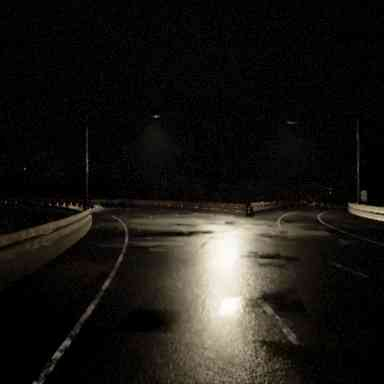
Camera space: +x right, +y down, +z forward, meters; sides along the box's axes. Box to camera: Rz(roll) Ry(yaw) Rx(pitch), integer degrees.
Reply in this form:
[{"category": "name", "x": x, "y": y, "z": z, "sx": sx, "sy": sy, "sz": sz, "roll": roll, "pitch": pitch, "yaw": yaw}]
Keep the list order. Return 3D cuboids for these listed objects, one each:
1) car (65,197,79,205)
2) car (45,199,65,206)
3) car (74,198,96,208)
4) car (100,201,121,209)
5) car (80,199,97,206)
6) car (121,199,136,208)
[{"category": "car", "x": -27.303, "y": 2.081, "z": 75.188, "sx": 2.150, "sy": 2.045, "sz": 5.566, "roll": 0, "pitch": -1, "yaw": -44}, {"category": "car", "x": -30.720, "y": 2.331, "z": 73.682, "sx": 5.008, "sy": 1.535, "sz": 1.882, "roll": -1, "pitch": -1, "yaw": 43}, {"category": "car", "x": -19.249, "y": 2.199, "z": 59.845, "sx": 1.812, "sy": 1.442, "sz": 4.674, "roll": 0, "pitch": -1, "yaw": -35}, {"category": "car", "x": -15.002, "y": 2.222, "z": 59.869, "sx": 1.994, "sy": 1.385, "sz": 4.181, "roll": 0, "pitch": -1, "yaw": -33}, {"category": "car", "x": -23.934, "y": 2.412, "z": 76.703, "sx": 1.994, "sy": 1.385, "sz": 4.181, "roll": 0, "pitch": -1, "yaw": -44}, {"category": "car", "x": -12.305, "y": 2.025, "z": 62.080, "sx": 2.097, "sy": 1.767, "sz": 4.553, "roll": 0, "pitch": 0, "yaw": -33}]
